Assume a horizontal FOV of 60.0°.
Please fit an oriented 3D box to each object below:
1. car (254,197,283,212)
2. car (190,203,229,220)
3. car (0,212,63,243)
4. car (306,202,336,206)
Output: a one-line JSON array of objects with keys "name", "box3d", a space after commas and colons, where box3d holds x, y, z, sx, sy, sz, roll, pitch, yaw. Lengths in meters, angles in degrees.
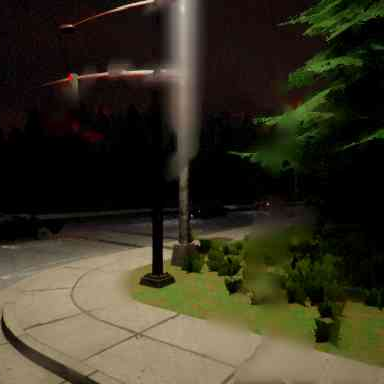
[{"name": "car", "box3d": [8.982, 1.329, 39.000, 2.097, 1.767, 4.553, 0, 0, 36]}, {"name": "car", "box3d": [1.203, 1.574, 27.964, 1.895, 1.301, 4.718, 0, 0, 35]}, {"name": "car", "box3d": [-8.184, 1.574, 14.368, 1.895, 1.301, 4.718, 0, 0, 34]}, {"name": "car", "box3d": [16.399, 1.195, 42.910, 2.150, 2.045, 5.566, 0, 0, 36]}]
